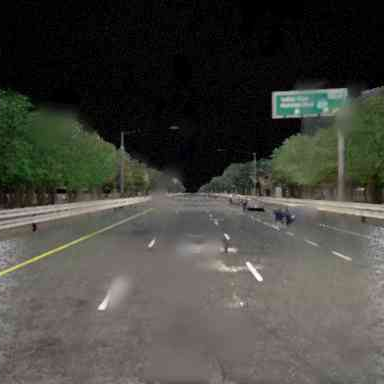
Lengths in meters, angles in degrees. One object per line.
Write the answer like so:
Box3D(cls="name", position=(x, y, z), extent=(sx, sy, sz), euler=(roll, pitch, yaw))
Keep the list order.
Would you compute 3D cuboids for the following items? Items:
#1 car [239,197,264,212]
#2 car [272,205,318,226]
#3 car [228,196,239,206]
Box3D(cls="car", position=(7.038, 1.547, 38.638), extent=(1.994, 1.385, 4.181), euler=(0, 0, 0))
Box3D(cls="car", position=(7.016, 1.591, 23.241), extent=(1.895, 1.301, 4.718), euler=(0, 0, 0))
Box3D(cls="car", position=(7.059, 1.470, 54.442), extent=(2.128, 1.511, 4.902), euler=(0, 0, 0))
